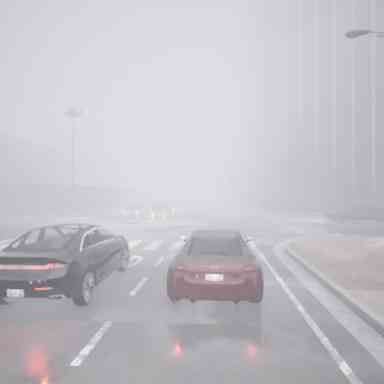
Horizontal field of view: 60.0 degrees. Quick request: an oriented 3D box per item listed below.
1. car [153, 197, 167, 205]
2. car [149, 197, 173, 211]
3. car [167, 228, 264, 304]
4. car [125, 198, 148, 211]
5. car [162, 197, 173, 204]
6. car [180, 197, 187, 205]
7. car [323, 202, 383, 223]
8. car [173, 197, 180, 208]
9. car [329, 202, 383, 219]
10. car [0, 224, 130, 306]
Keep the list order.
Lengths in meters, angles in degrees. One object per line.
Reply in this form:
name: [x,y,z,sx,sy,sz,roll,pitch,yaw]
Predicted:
car: [-6.179,1.704,64.000,1.882,1.535,5.008,0,0,4]
car: [-4.097,1.682,44.274,1.812,1.442,4.674,0,0,4]
car: [0.595,1.595,8.308,1.994,1.385,4.181,0,0,5]
car: [-7.589,1.682,44.516,1.812,1.442,4.674,0,0,4]
car: [-5.408,1.788,74.333,1.812,1.442,4.674,0,0,4]
car: [-2.772,1.715,62.734,2.128,1.511,4.902,0,0,5]
car: [13.581,1.706,27.055,5.357,1.411,2.033,0,0,4]
car: [-3.465,1.715,53.232,1.812,1.442,4.674,0,0,4]
car: [15.342,1.676,30.439,4.892,1.490,1.837,0,0,4]
car: [-2.875,1.520,8.099,2.128,1.511,4.902,0,0,3]
